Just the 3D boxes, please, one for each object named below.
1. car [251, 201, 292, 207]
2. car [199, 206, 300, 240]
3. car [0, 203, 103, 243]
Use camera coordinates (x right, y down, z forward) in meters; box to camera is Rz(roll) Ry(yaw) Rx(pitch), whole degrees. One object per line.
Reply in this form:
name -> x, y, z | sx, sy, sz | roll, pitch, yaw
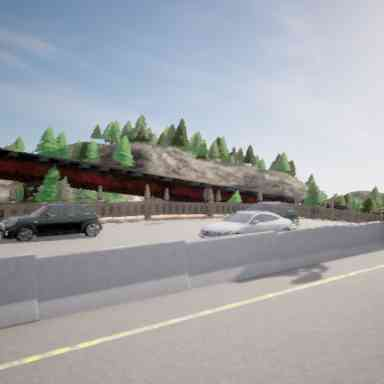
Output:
car -> 4.361, 1.393, 19.938 | 4.553, 1.767, 2.097 | 1, 0, -35
car -> 2.473, 1.536, 14.325 | 4.674, 1.442, 1.812 | 0, 0, -35
car -> -6.819, 1.359, 16.315 | 4.553, 1.767, 2.097 | 0, 0, -35
